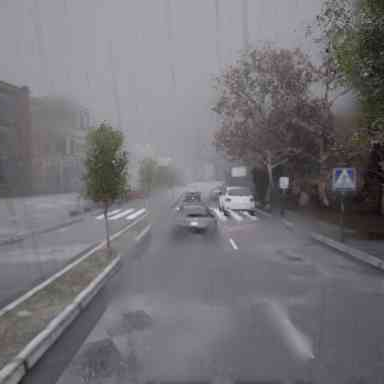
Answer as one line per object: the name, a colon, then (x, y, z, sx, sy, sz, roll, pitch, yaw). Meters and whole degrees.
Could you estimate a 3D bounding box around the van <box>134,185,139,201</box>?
van: (-8.109, 0.167, 40.826, 1.878, 1.987, 4.442, 0, 2, 0)

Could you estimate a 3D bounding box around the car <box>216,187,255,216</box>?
car: (3.262, 0.604, 25.014, 2.150, 2.045, 5.566, 0, 2, 0)

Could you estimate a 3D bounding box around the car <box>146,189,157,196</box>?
car: (-8.012, -0.383, 57.544, 2.435, 2.045, 5.566, 0, 2, 0)

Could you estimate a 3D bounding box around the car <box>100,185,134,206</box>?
car: (-8.140, 0.307, 35.370, 2.435, 2.045, 5.566, 0, 2, 0)

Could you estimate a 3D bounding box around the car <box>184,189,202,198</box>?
car: (0.111, 0.406, 40.995, 1.837, 1.490, 4.892, 0, 2, 0)

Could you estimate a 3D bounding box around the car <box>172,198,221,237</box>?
car: (0.104, 1.215, 15.762, 1.994, 1.385, 4.181, 0, 2, 0)

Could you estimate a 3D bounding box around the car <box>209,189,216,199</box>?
car: (3.271, 0.360, 43.177, 1.812, 1.442, 4.674, 0, 2, 0)

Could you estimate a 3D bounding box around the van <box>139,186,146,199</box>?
van: (-8.076, -0.004, 46.370, 1.878, 1.987, 4.442, 0, 2, 0)
